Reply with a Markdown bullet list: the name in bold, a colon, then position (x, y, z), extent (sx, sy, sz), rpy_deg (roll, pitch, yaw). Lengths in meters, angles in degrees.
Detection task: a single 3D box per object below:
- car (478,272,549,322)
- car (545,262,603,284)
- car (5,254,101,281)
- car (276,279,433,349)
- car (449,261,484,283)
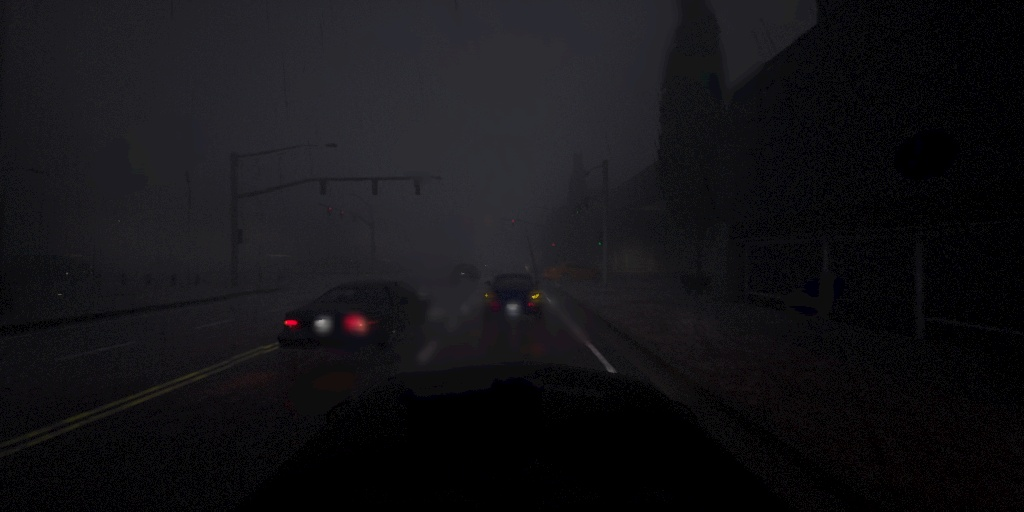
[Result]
- **car**: position (0.057, 1.275, 12.255), extent (1.812, 1.442, 4.674), rpy_deg (0, 0, 0)
- **car**: position (4.835, 1.226, 27.220), extent (5.008, 1.535, 1.882), rpy_deg (0, -2, -24)
- **car**: position (-38.647, 0.966, 30.033), extent (5.566, 2.045, 2.150), rpy_deg (0, 0, 0)
- **car**: position (-3.463, 1.297, 9.096), extent (2.033, 1.411, 5.357), rpy_deg (0, 0, 1)
- **car**: position (-3.541, 1.311, 28.314), extent (1.994, 1.385, 4.181), rpy_deg (0, 0, 0)
